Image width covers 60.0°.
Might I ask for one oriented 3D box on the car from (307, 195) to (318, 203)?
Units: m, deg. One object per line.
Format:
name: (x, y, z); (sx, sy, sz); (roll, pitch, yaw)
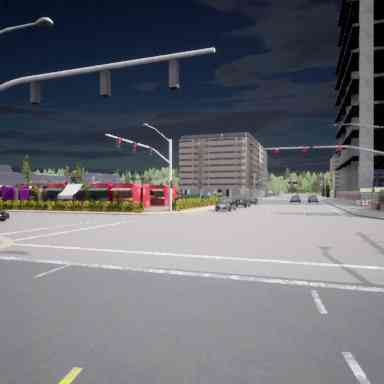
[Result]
car: (24.729, 1.541, 67.801); (2.033, 1.411, 5.357); (0, 0, 19)

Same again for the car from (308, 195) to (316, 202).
car: (28.018, 1.524, 77.657); (1.812, 1.442, 4.674); (0, 0, 19)

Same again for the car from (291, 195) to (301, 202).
car: (24.596, 1.540, 78.461); (2.033, 1.411, 5.357); (0, 0, 19)

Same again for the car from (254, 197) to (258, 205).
car: (10.494, 1.564, 58.669); (1.994, 1.385, 4.181); (0, 0, 19)

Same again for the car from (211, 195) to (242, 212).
car: (4.116, 1.491, 39.756); (2.128, 1.511, 4.902); (0, 0, 19)

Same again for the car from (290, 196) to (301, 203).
car: (21.519, 1.555, 69.236); (1.994, 1.385, 4.181); (0, 0, 19)

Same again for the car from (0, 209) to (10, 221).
car: (-16.477, 1.619, 26.074); (4.181, 1.385, 1.994); (0, 0, 19)

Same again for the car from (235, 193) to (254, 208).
car: (7.271, 1.221, 49.141); (2.150, 2.045, 5.566); (0, 0, 19)
